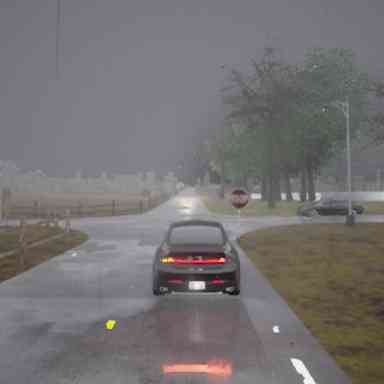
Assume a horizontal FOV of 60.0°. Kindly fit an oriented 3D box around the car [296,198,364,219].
[{"bbox_3d":[10.613,1.240,25.785,4.892,1.490,1.837,-1,-1,2],"label":"car"}]

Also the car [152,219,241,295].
[{"bbox_3d":[0.098,1.470,8.573,1.837,1.490,4.892,0,0,0],"label":"car"}]
